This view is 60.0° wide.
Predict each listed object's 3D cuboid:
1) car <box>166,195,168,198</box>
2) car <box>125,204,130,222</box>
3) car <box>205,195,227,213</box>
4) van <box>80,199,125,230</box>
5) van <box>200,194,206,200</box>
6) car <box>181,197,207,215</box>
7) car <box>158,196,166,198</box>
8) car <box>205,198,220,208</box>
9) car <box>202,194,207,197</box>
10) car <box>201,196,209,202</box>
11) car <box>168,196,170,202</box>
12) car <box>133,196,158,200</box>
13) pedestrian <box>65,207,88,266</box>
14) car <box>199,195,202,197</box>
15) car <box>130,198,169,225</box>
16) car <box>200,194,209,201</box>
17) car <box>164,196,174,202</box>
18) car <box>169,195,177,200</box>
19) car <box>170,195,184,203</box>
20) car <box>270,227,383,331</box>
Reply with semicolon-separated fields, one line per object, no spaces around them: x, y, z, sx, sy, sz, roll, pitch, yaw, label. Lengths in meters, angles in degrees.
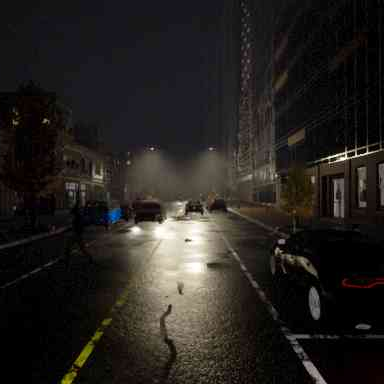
-5.455;1.566;54.615;1.887;1.381;4.507;1;0;0;car
-5.571;1.592;26.396;1.802;1.307;4.206;1;0;0;car
2.857;1.454;37.594;1.967;1.590;4.097;1;0;0;car
-5.590;1.349;20.752;1.690;1.788;3.998;1;0;0;van
3.061;1.385;94.034;1.690;1.788;3.998;1;0;0;van
0.229;1.560;34.470;2.033;1.411;5.357;0;0;0;car
-5.478;1.570;48.972;2.008;1.369;4.403;1;0;0;car
2.902;1.585;48.881;1.947;1.339;4.313;1;0;0;car
2.882;1.331;43.238;2.192;1.841;5.009;1;0;0;car
3.021;1.616;77.101;1.802;1.307;4.206;1;0;0;car
-5.383;1.471;71.547;1.967;1.590;4.097;1;0;0;car
-5.520;1.329;37.684;2.192;1.841;5.009;1;0;0;car
-3.527;1.297;10.150;0.375;1.860;0.375;1;-1;0;pedestrian
0.244;1.522;45.704;1.837;1.490;4.892;0;0;1;car
-3.002;1.487;24.582;1.882;1.535;5.008;0;0;0;car
3.053;1.353;82.745;2.192;1.841;5.009;1;0;0;car
-5.362;1.600;77.191;1.947;1.339;4.313;1;0;0;car
-5.293;1.610;94.123;1.947;1.339;4.313;1;0;0;car
-2.729;1.334;66.204;1.837;1.490;4.892;0;0;0;car
3.030;1.480;7.105;1.882;1.535;5.008;0;0;0;car
